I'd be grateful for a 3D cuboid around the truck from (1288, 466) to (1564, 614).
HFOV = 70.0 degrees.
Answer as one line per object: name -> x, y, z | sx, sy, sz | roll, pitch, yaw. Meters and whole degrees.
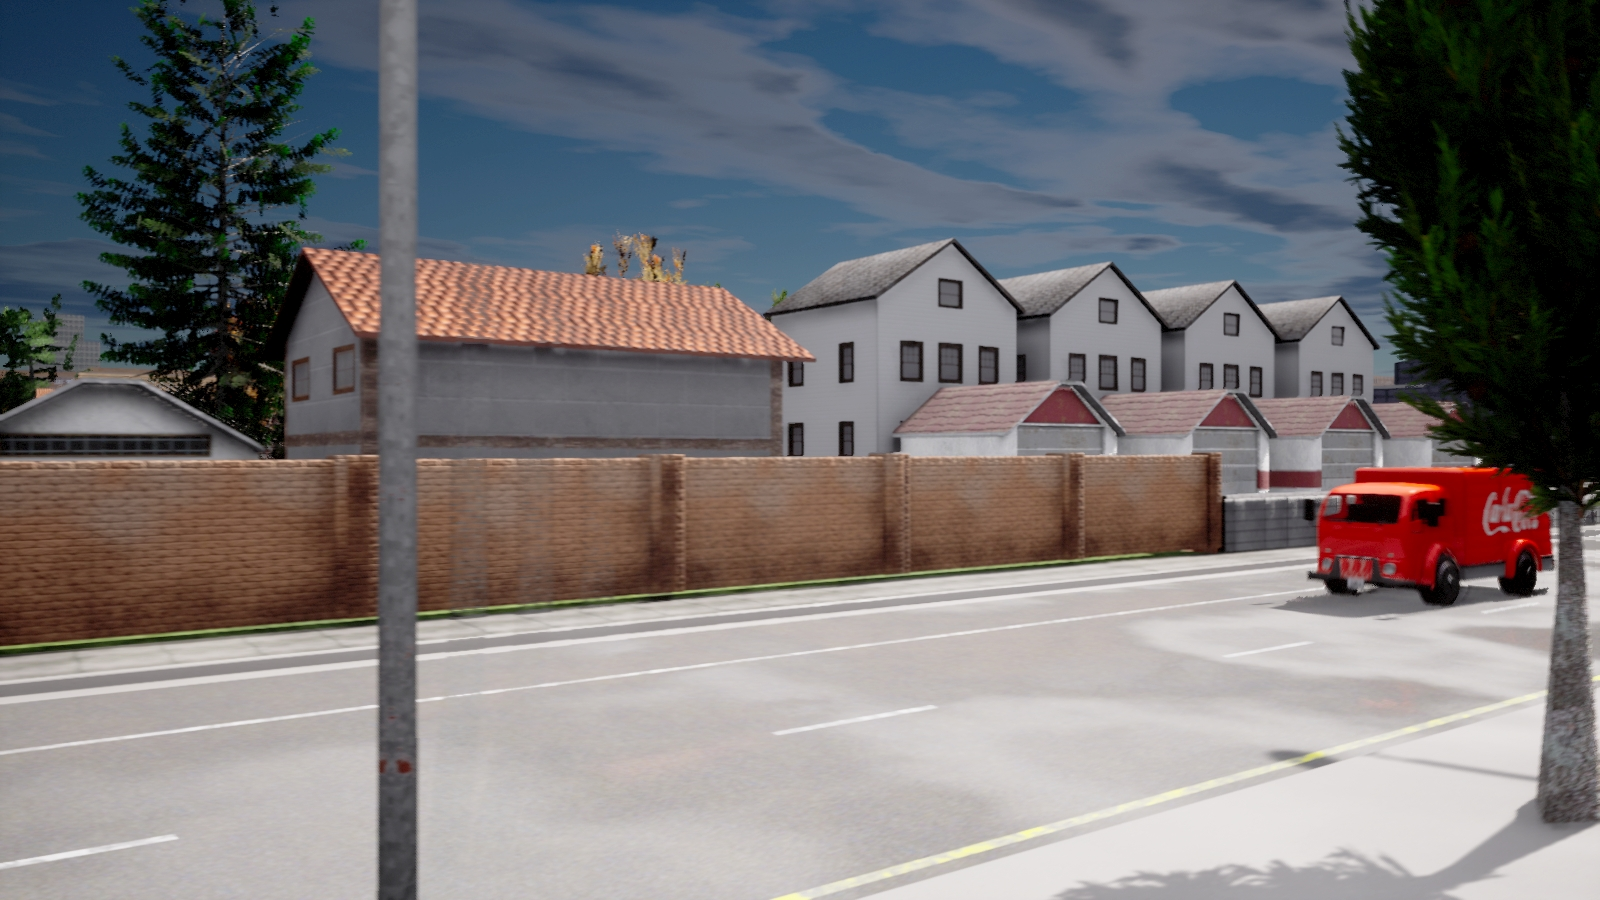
truck -> 12.121, 1.568, 22.034 | 5.204, 2.467, 2.627 | 0, 0, -35
